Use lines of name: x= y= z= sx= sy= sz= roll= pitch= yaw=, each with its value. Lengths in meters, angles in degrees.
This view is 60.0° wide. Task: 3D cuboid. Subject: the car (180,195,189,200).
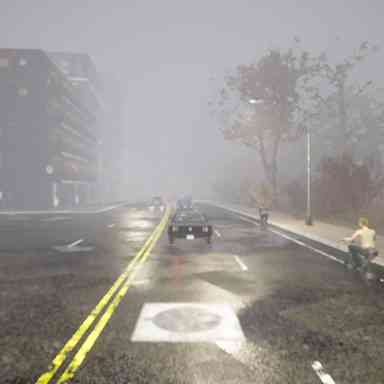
car: x=-1.987 y=1.390 z=84.000 sx=1.895 sy=1.301 sz=4.718 roll=0 pitch=0 yaw=-7

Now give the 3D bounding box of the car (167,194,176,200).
car: x=-5.225 y=1.299 z=83.727 sx=1.895 sy=1.301 sz=4.718 roll=0 pitch=0 yaw=-7

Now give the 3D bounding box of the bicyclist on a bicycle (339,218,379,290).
bicyclist on a bicycle: x=4.094 y=1.418 z=8.054 sx=0.866 sy=1.612 sz=1.509 roll=0 pitch=0 yaw=-1

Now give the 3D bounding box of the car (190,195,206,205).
car: x=1.128 y=1.478 z=54.129 sx=1.895 sy=1.301 sz=4.718 roll=0 pitch=0 yaw=-5

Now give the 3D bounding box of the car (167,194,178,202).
car: x=-4.059 y=1.181 z=73.666 sx=2.097 sy=1.767 sz=4.553 roll=0 pitch=0 yaw=-6

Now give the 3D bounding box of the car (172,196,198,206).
car: x=-0.828 y=1.476 z=34.362 sx=2.033 sy=1.411 sz=5.357 roll=0 pitch=0 yaw=-3

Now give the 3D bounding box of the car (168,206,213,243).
car: x=-0.128 y=1.569 z=15.945 sx=1.895 sy=1.301 sz=4.718 roll=0 pitch=0 yaw=-1

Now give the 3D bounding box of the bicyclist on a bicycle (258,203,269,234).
bicyclist on a bicycle: x=3.861 y=1.414 z=17.967 sx=0.582 sy=1.620 sz=1.656 roll=0 pitch=0 yaw=-2

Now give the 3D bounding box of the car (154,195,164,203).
car: x=-6.611 y=1.376 z=66.655 sx=1.812 sy=1.442 sz=4.674 roll=0 pitch=0 yaw=-5

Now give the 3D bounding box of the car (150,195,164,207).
car: x=-5.259 y=1.420 z=50.176 sx=1.812 sy=1.442 sz=4.674 roll=0 pitch=0 yaw=-4
